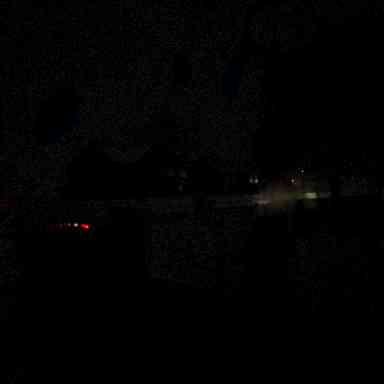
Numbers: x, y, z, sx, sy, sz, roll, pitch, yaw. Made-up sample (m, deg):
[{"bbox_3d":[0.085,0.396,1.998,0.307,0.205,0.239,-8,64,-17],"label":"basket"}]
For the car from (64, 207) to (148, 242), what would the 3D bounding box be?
[{"bbox_3d":[-3.219,1.421,15.837,2.033,1.411,5.357,0,1,41],"label":"car"}]

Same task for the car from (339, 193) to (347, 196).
[{"bbox_3d":[23.130,0.911,51.689,2.097,1.767,4.553,0,0,36],"label":"car"}]
